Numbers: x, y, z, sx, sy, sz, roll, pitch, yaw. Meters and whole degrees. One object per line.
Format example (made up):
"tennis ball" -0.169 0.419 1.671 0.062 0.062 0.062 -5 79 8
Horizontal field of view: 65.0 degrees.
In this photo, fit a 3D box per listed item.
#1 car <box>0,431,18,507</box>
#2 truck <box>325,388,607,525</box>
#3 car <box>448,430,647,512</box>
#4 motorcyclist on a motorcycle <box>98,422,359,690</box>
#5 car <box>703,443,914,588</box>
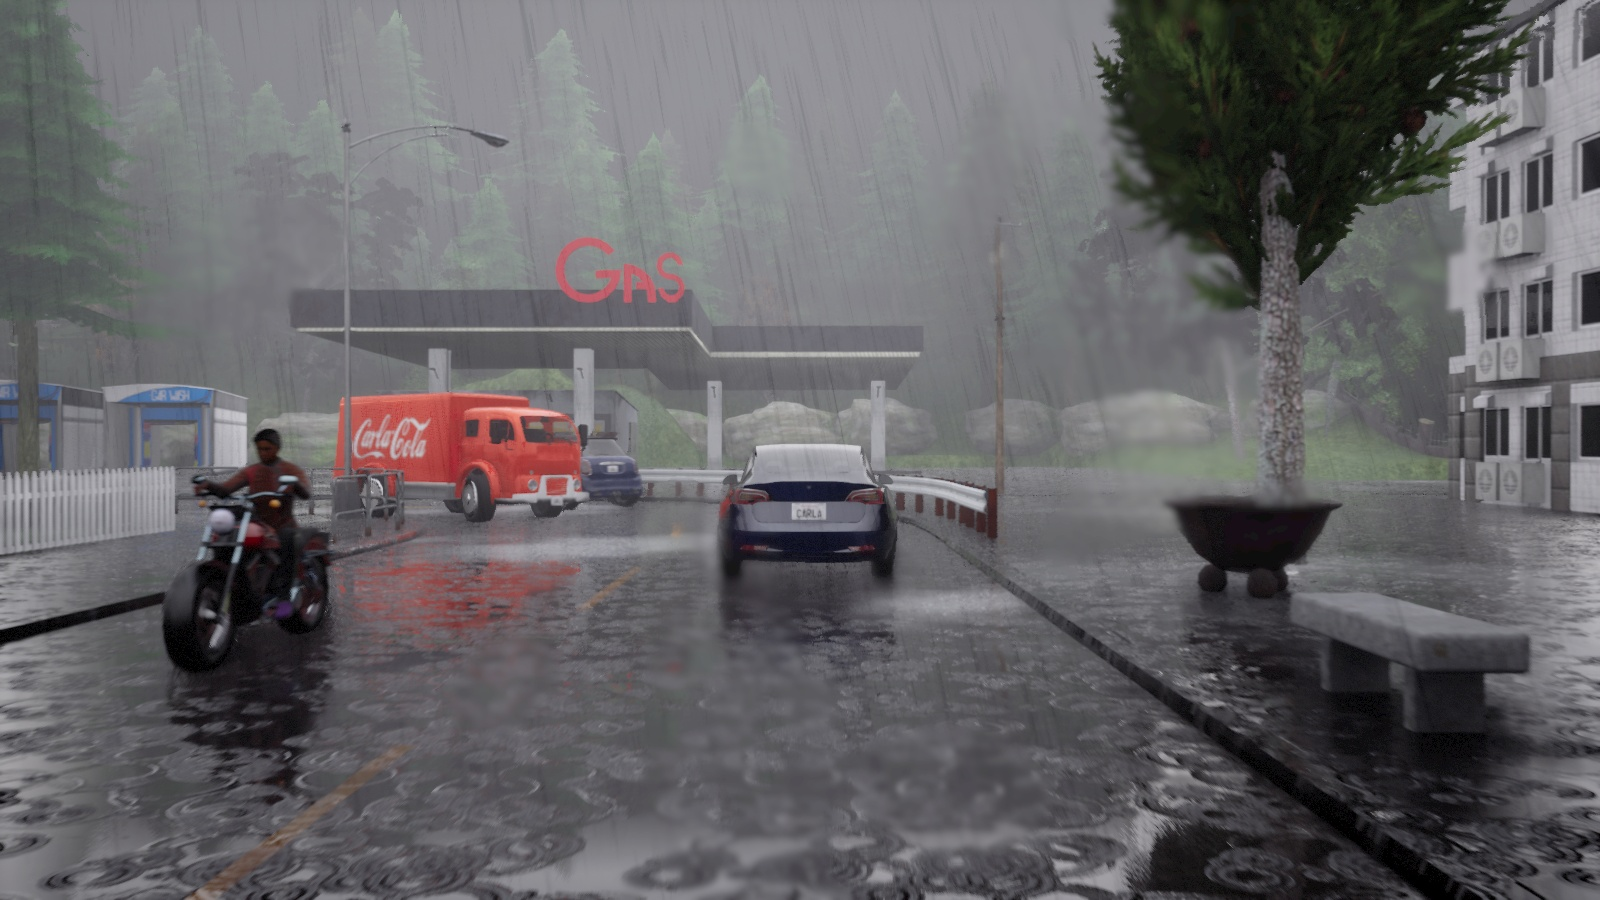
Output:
"car" -20.018 0.421 27.325 4.611 1.667 2.242 0 0 0
"truck" -6.705 0.113 25.032 5.204 2.467 2.627 0 0 34
"car" -5.958 0.436 29.435 4.553 1.767 2.097 0 1 38
"motorcyclist on a motorcycle" -3.929 0.643 8.903 0.766 1.649 2.350 0 0 0
"car" 0.096 0.660 15.289 2.163 1.488 4.792 0 0 0
